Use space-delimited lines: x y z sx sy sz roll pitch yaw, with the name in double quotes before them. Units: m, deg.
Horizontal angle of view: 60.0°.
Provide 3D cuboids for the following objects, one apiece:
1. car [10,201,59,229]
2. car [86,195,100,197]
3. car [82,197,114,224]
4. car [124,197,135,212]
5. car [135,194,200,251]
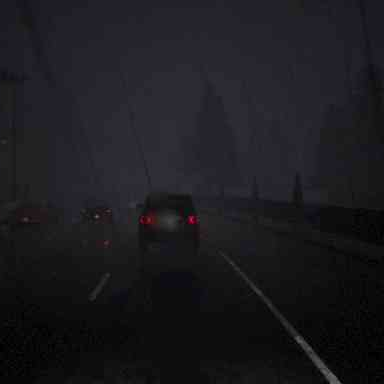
"car" -9.380 1.265 20.154 1.882 1.535 5.008 0 1 -12
"car" -11.918 1.063 39.800 2.128 1.511 4.902 0 1 -23
"car" -6.293 1.283 22.487 1.812 1.442 4.674 0 1 -12
"car" -5.543 1.168 32.749 1.812 1.442 4.674 0 1 -18
"car" -1.061 1.070 13.634 2.150 2.045 5.566 0 1 -8
